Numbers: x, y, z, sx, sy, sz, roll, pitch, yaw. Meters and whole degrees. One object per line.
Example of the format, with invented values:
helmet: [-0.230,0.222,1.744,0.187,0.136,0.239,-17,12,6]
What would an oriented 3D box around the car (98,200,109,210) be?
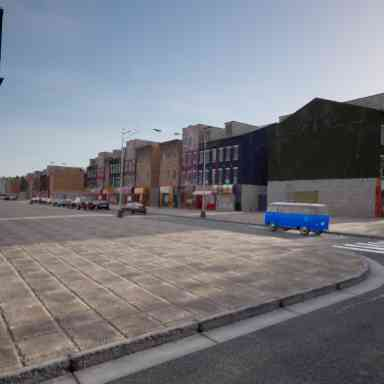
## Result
car: [-13.012,1.813,46.598,1.947,1.339,4.313,3,-2,-36]

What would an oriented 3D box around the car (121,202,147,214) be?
car: [-6.617,1.808,37.730,1.802,1.307,4.206,3,-2,-36]

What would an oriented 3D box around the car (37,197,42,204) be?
car: [-32.202,1.952,73.201,1.802,1.307,4.206,3,-2,-36]

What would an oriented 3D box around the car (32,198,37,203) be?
car: [-35.396,1.838,77.638,1.967,1.590,4.097,3,-2,-36]

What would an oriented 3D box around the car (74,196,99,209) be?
car: [-16.202,1.577,51.038,2.192,1.841,5.009,3,-2,-36]

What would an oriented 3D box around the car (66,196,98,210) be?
car: [-14.846,1.489,44.746,2.097,1.767,4.553,3,-2,-35]

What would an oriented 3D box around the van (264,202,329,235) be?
van: [6.183,1.555,19.998,1.690,1.788,3.998,3,-2,-36]

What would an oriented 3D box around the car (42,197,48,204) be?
car: [-29.101,1.870,68.906,1.752,1.417,4.829,3,-2,-36]

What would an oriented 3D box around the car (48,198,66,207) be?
car: [-20.672,1.710,52.719,2.033,1.411,5.357,3,-2,-36]

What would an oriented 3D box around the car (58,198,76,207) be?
car: [-22.606,1.843,59.901,1.887,1.381,4.507,3,-2,-36]

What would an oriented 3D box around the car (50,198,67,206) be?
car: [-25.804,1.886,64.334,1.947,1.339,4.313,3,-2,-36]

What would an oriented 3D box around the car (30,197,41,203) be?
car: [-38.598,2.010,82.067,1.802,1.307,4.206,3,-2,-36]
